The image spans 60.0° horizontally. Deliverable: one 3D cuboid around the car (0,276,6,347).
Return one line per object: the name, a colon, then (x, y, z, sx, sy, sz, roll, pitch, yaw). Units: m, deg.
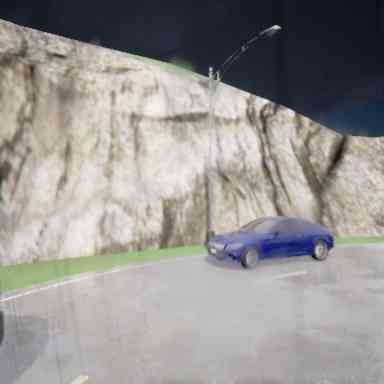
car: (-3.392, 1.208, 1.460, 2.150, 2.045, 5.566, 0, 0, 7)

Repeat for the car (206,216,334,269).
car: (2.727, 1.560, 11.217, 4.674, 1.442, 1.812, 0, 0, -27)
